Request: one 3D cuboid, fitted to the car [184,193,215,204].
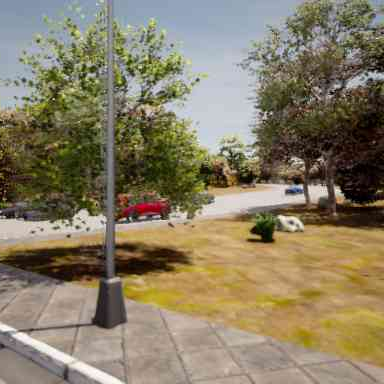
[{"bbox_3d":[1.006,0.848,42.843,1.837,1.490,4.892,0,3,39],"label":"car"}]

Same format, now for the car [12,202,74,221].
[{"bbox_3d":[-11.677,1.509,26.856,1.994,1.385,4.181,0,1,38],"label":"car"}]

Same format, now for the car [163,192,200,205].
[{"bbox_3d":[-1.401,0.864,45.439,2.033,1.411,5.357,0,3,39],"label":"car"}]

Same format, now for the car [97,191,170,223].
[{"bbox_3d":[-3.957,1.117,25.145,2.150,2.045,5.566,0,1,40],"label":"car"}]

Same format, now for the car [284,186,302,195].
[{"bbox_3d":[17.939,-0.308,58.772,1.882,1.535,5.008,0,3,35],"label":"car"}]

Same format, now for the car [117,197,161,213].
[{"bbox_3d":[-5.459,1.300,34.704,1.994,1.385,4.181,0,2,38],"label":"car"}]

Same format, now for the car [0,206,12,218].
[{"bbox_3d":[-14.224,1.444,29.280,1.837,1.490,4.892,0,1,38],"label":"car"}]
